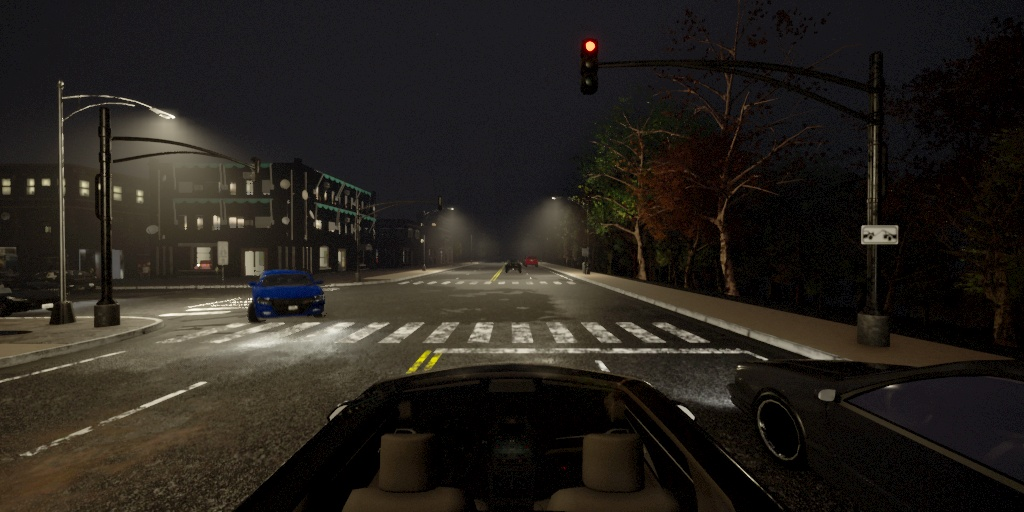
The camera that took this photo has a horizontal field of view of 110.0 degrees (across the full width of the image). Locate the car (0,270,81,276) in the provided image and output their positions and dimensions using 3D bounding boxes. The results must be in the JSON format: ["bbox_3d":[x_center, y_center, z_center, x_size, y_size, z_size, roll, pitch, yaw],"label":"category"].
[{"bbox_3d":[-23.426,1.516,16.438,4.892,1.490,1.837,-1,1,1],"label":"car"}]

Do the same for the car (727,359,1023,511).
[{"bbox_3d":[3.326,1.297,1.736,2.033,1.411,5.357,0,0,3],"label":"car"}]

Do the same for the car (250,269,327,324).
[{"bbox_3d":[-7.759,1.230,12.343,1.882,1.535,5.008,1,-1,-36],"label":"car"}]

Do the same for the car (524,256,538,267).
[{"bbox_3d":[3.428,0.948,63.942,2.150,2.045,5.566,0,0,0],"label":"car"}]

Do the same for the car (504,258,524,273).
[{"bbox_3d":[0.154,1.241,43.940,1.837,1.490,4.892,0,0,0],"label":"car"}]

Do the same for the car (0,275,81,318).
[{"bbox_3d":[-19.933,1.565,13.723,4.313,1.339,1.948,0,0,0],"label":"car"}]

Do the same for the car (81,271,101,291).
[{"bbox_3d":[-28.254,1.559,22.247,4.403,1.370,2.007,0,0,0],"label":"car"}]
